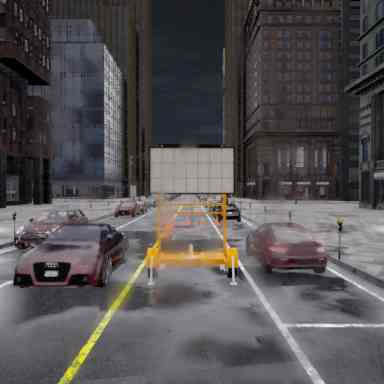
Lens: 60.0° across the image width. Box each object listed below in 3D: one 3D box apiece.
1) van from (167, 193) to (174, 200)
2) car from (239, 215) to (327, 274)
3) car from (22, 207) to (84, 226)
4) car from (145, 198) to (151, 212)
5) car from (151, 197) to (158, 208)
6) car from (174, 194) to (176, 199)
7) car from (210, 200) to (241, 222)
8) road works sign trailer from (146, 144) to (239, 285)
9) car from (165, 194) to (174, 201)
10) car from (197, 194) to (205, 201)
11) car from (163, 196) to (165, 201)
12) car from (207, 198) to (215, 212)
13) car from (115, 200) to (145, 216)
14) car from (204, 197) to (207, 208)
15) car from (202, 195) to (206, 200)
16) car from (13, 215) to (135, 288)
[{"bbox_3d":[-5.880,1.170,90.208,1.690,1.788,3.998,-1,0,0],"label":"van"},{"bbox_3d":[2.740,1.578,10.264,1.802,1.307,4.206,-1,0,0],"label":"car"},{"bbox_3d":[-5.792,1.434,14.231,1.967,1.590,4.097,-1,0,0],"label":"car"},{"bbox_3d":[-5.815,1.558,35.743,1.802,1.307,4.206,-1,0,0],"label":"car"},{"bbox_3d":[-5.828,1.509,46.499,2.008,1.369,4.403,-1,0,0],"label":"car"},{"bbox_3d":[-5.874,1.166,84.528,2.192,1.841,5.009,-1,0,0],"label":"car"},{"bbox_3d":[2.722,1.553,25.872,1.947,1.339,4.313,-1,0,0],"label":"car"},{"bbox_3d":[-0.001,0.461,9.446,2.380,3.560,2.880,0,0,-1],"label":"road works sign trailer"},{"bbox_3d":[-5.864,1.453,78.848,1.802,1.307,4.206,-1,0,0],"label":"car"},{"bbox_3d":[2.660,1.396,79.037,1.752,1.417,4.829,-1,0,0],"label":"car"},{"bbox_3d":[-5.834,1.512,51.878,1.947,1.339,4.313,-1,0,0],"label":"car"},{"bbox_3d":[2.716,1.547,31.076,1.947,1.339,4.313,-1,0,0],"label":"car"},{"bbox_3d":[-5.809,1.527,30.366,1.887,1.381,4.507,-1,0,0],"label":"car"},{"bbox_3d":[2.709,1.526,36.278,2.008,1.369,4.403,-1,0,0],"label":"car"},{"bbox_3d":[2.697,1.482,46.853,1.752,1.417,4.829,-1,0,0],"label":"car"},{"bbox_3d":[-3.012,1.560,9.122,1.994,1.385,4.181,0,0,0],"label":"car"}]
